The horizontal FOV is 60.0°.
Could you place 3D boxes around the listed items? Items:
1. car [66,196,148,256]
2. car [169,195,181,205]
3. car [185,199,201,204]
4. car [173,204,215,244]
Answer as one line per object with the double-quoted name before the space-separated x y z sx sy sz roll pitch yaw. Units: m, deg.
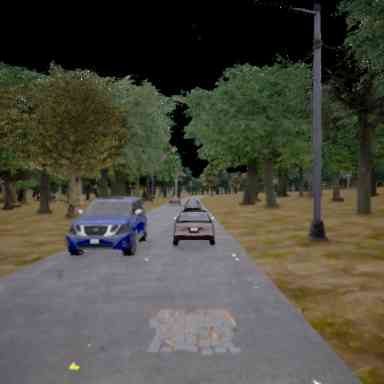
"car" -3.104 1.213 13.355 2.150 2.045 5.566 0 0 0
"car" -3.022 1.377 59.396 2.097 1.767 4.553 0 0 0
"car" 0.085 1.558 38.945 1.994 1.385 4.181 0 0 0
"car" 0.086 1.538 15.793 2.033 1.411 5.357 0 0 0
